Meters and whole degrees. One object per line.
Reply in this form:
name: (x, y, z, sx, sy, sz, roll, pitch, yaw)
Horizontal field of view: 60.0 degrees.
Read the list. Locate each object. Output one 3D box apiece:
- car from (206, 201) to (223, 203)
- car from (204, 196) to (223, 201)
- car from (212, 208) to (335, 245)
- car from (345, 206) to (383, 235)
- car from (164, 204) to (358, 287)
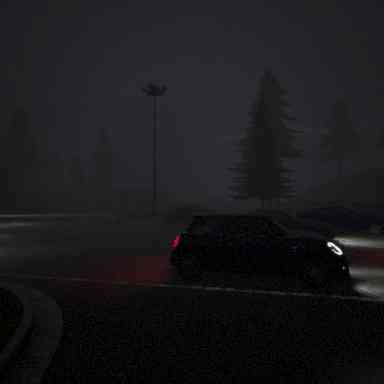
car: (0.128, 1.564, 23.882, 4.181, 1.385, 1.994, 0, 0, 13)
car: (4.753, 1.546, 69.535, 2.033, 1.411, 5.357, 0, 0, -33)
car: (3.767, 1.547, 15.851, 5.357, 1.411, 2.033, 0, 0, 13)
car: (8.118, 1.477, 18.433, 5.008, 1.535, 1.882, 0, 0, 13)
car: (1.760, 1.352, 9.131, 4.553, 1.767, 2.097, 0, 0, 13)
